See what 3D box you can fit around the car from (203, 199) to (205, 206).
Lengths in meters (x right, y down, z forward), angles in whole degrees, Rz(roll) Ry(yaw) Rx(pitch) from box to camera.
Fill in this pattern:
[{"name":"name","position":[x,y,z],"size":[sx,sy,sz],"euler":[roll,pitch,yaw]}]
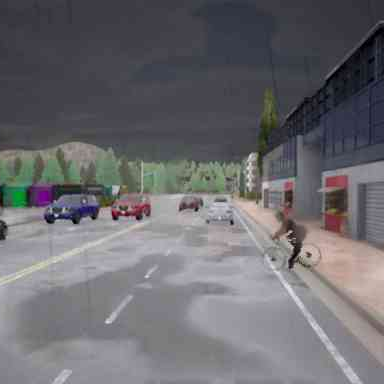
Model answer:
[{"name":"car","position":[0.747,1.429,49.747],"size":[1.837,1.490,4.892],"euler":[0,0,5]}]

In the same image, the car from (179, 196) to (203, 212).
[{"name":"car","position":[-0.226,1.293,38.638],"size":[2.097,1.767,4.553],"euler":[0,0,5]}]

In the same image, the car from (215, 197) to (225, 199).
[{"name":"car","position":[4.032,1.434,47.142],"size":[1.837,1.490,4.892],"euler":[0,0,5]}]

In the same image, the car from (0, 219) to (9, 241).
[{"name":"car","position":[-9.626,1.540,13.792],"size":[1.994,1.385,4.181],"euler":[0,0,5]}]

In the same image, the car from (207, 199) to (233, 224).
[{"name":"car","position":[2.050,1.489,24.468],"size":[1.812,1.442,4.674],"euler":[0,0,5]}]

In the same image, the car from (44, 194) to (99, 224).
[{"name":"car","position":[-8.681,1.182,24.599],"size":[2.150,2.045,5.566],"euler":[0,0,5]}]

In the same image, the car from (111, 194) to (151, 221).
[{"name":"car","position":[-4.835,1.166,27.298],"size":[2.150,2.045,5.566],"euler":[0,0,5]}]

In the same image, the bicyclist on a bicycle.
[{"name":"bicyclist on a bicycle","position":[2.695,1.364,9.252],"size":[1.656,1.620,0.582],"euler":[-8,0,5]}]
